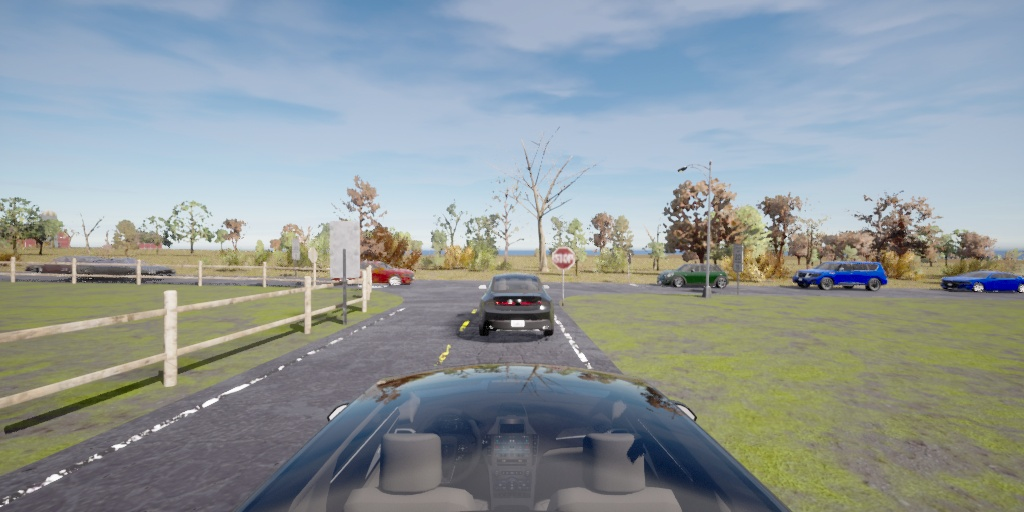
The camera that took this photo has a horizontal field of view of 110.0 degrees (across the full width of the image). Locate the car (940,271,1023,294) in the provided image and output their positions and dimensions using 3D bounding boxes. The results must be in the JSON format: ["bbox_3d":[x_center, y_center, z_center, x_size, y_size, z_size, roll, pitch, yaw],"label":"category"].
[{"bbox_3d":[33.951,1.829,25.727,5.008,1.535,1.882,1,1,0],"label":"car"}]

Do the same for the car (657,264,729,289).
[{"bbox_3d":[12.903,1.331,25.779,4.553,1.767,2.097,1,1,-1],"label":"car"}]

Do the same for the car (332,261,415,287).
[{"bbox_3d":[-8.805,1.099,22.960,5.008,1.535,1.882,1,1,0],"label":"car"}]

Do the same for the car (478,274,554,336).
[{"bbox_3d":[0.079,1.252,10.377,1.837,1.490,4.892,0,0,-1],"label":"car"}]

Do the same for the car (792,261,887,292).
[{"bbox_3d":[23.509,1.389,25.781,5.566,2.045,2.150,1,1,0],"label":"car"}]

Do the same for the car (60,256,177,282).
[{"bbox_3d":[-24.894,0.866,23.026,5.357,1.411,2.033,1,1,0],"label":"car"}]

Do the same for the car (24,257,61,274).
[{"bbox_3d":[-31.664,0.689,26.009,5.357,1.411,2.033,1,1,0],"label":"car"}]
